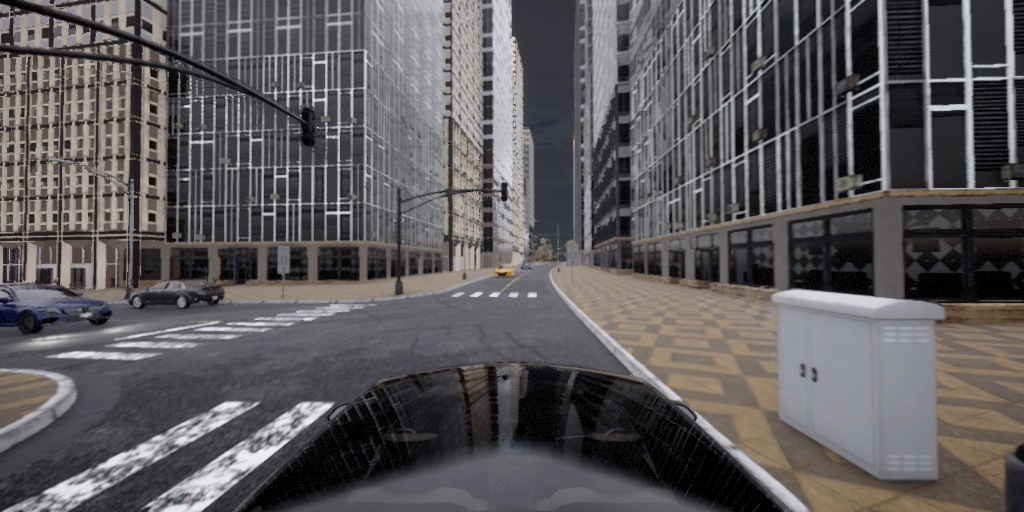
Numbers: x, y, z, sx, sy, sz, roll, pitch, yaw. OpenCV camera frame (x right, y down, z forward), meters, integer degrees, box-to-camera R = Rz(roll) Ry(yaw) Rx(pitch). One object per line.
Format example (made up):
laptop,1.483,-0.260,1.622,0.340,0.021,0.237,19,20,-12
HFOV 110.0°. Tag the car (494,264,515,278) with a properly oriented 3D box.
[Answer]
car,-0.789,1.677,40.044,1.882,1.535,5.008,0,0,5

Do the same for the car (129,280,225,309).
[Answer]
car,-16.758,1.867,18.000,4.403,1.370,2.007,0,0,9

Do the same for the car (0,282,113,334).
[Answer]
car,-16.141,1.711,12.046,4.674,1.442,1.812,-1,-1,9
